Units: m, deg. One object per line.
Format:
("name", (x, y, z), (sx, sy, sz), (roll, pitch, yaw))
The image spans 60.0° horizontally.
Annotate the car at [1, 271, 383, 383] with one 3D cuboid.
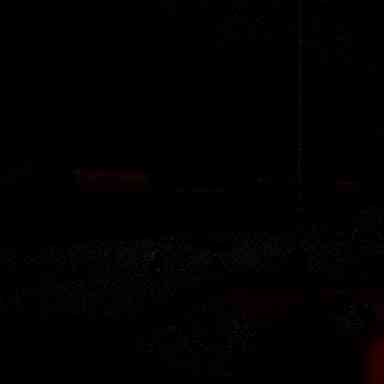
("car", (0.538, 1.555, 3.185), (4.507, 1.381, 1.887), (0, 0, -36))
